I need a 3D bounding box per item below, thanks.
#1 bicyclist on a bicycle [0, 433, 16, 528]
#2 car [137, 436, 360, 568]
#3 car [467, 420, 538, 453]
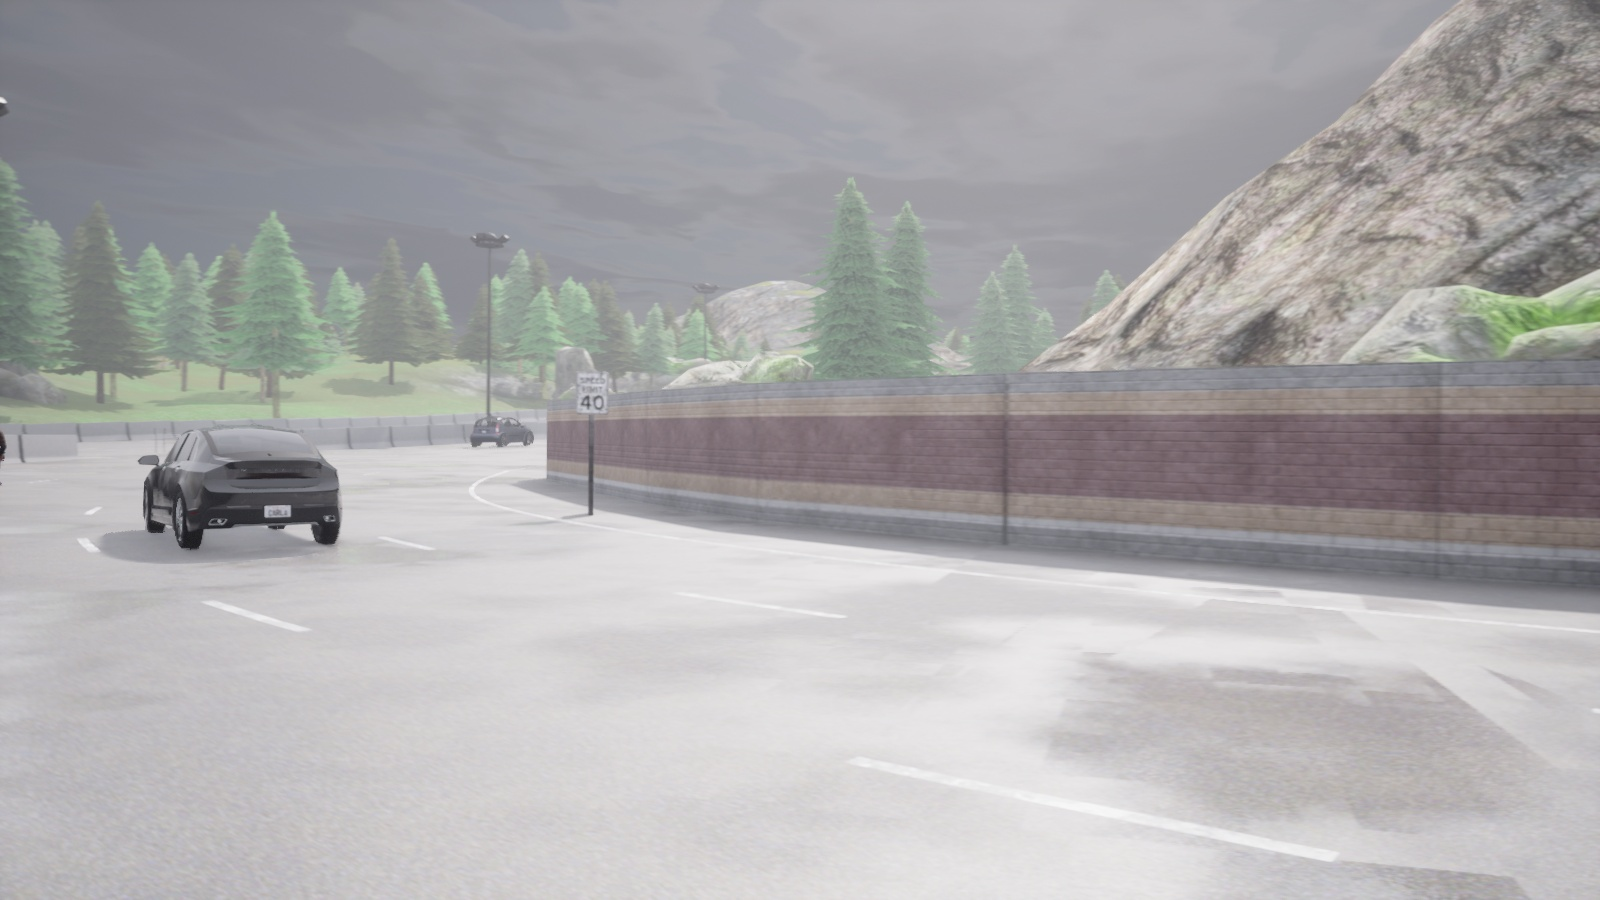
[{"bbox_3d":[-14.136,0.511,21.862,0.582,1.620,1.656,0,0,-24],"label":"bicyclist on a bicycle"},{"bbox_3d":[-7.548,0.583,16.883,1.837,1.490,4.892,-1,1,-35],"label":"car"},{"bbox_3d":[-15.655,-0.733,66.205,1.851,1.617,3.988,0,2,17],"label":"car"}]
